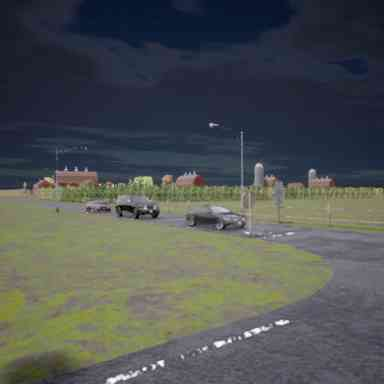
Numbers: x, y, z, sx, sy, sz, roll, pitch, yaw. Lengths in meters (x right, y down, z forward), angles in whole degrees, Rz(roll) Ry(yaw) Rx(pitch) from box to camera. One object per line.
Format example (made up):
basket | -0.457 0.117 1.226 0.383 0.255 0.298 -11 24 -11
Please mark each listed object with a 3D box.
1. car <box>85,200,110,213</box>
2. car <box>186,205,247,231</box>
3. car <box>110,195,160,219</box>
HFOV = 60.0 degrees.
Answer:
car | -10.866 1.640 38.275 1.994 1.385 4.181 -1 0 -35
car | 1.410 1.572 21.440 1.812 1.442 4.674 -1 0 -37
car | -5.078 1.283 30.157 2.150 2.045 5.566 -1 0 -36
